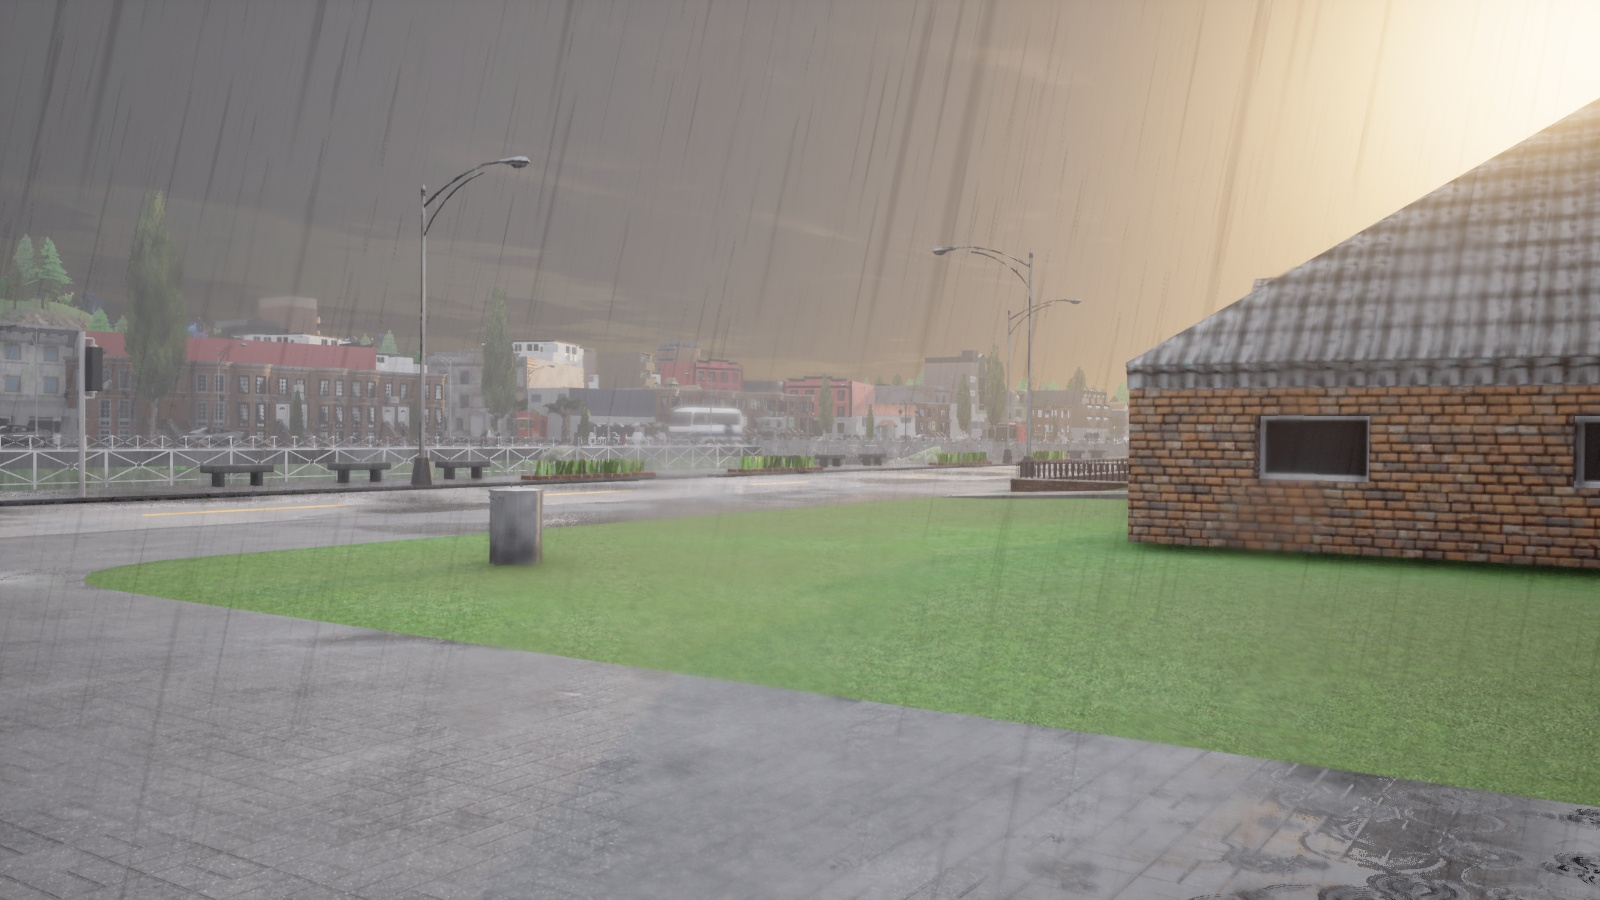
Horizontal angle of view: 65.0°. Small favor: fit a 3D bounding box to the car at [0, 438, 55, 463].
[{"bbox_3d":[-51.629,0.025,82.137,2.007,1.525,4.514,0,1,34],"label":"car"}]
